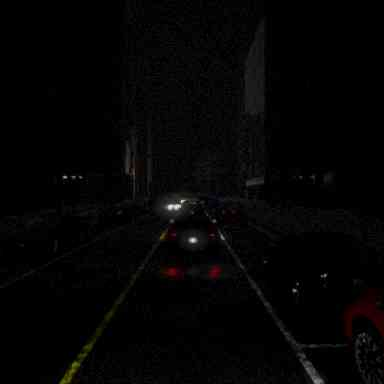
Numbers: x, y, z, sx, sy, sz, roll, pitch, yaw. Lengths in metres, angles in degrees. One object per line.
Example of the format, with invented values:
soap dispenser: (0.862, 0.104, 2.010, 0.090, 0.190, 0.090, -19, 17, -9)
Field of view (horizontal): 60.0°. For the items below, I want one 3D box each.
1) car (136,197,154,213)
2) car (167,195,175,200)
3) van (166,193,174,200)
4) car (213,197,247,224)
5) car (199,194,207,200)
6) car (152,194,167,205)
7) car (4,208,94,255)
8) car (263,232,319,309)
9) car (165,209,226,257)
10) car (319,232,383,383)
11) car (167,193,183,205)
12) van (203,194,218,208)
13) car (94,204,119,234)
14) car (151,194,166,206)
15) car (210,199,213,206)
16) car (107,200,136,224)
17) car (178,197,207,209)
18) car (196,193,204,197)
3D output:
car: (-5.673, 1.538, 35.874, 2.008, 1.369, 4.403, 0, 0, 0)
car: (-5.682, 1.453, 92.265, 1.947, 1.339, 4.313, 0, 0, 0)
van: (-5.680, 1.234, 86.625, 1.690, 1.788, 3.998, 0, 0, 0)
car: (2.854, 1.433, 24.572, 1.967, 1.590, 4.097, 0, 0, 0)
car: (2.845, 1.333, 86.612, 1.967, 1.590, 4.097, 0, 0, 0)
car: (-5.676, 1.267, 58.433, 2.192, 1.841, 5.009, 0, 0, 0)
car: (-5.670, 1.541, 13.317, 1.887, 1.381, 4.507, 0, 0, 0)
car: (2.857, 1.564, 7.653, 1.947, 1.339, 4.313, 0, 0, 0)
car: (0.046, 1.561, 12.999, 1.994, 1.385, 4.181, 0, 0, 0)
car: (2.857, 1.314, 2.013, 2.192, 1.841, 5.009, 0, 0, 0)
car: (-3.071, 1.446, 57.366, 2.128, 1.511, 4.902, 0, 0, 0)
van: (2.852, 1.315, 47.132, 1.690, 1.788, 3.998, 0, 0, 0)
car: (-5.671, 1.576, 18.956, 1.802, 1.307, 4.206, 0, 0, 0)
car: (-5.675, 1.279, 52.793, 2.192, 1.841, 5.009, 0, 0, 0)
car: (2.853, 1.572, 30.213, 1.802, 1.307, 4.206, 0, 0, 0)
car: (-5.672, 1.433, 24.596, 1.967, 1.590, 4.097, 0, 0, 0)
car: (0.050, 1.468, 29.136, 1.882, 1.535, 5.008, 0, 0, 0)
car: (2.339, 1.439, 73.915, 1.812, 1.442, 4.674, 0, 0, 0)
